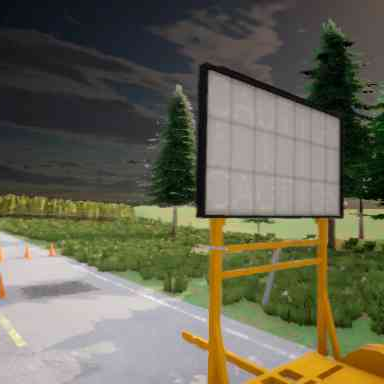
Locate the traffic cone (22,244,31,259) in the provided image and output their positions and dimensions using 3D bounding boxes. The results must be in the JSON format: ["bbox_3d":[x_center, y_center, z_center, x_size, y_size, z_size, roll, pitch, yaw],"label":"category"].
[{"bbox_3d":[-6.964,2.507,14.059,0.340,0.580,0.340,4,-4,-39],"label":"traffic cone"}]

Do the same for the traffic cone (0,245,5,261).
[{"bbox_3d":[-7.738,2.458,13.427,0.340,0.580,0.340,4,-4,-39],"label":"traffic cone"}]

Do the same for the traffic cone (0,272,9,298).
[{"bbox_3d":[-4.708,2.267,8.156,0.340,0.580,0.340,4,-4,-39],"label":"traffic cone"}]

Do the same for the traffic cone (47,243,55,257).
[{"bbox_3d":[-6.191,2.556,14.691,0.340,0.580,0.340,4,-4,-39],"label":"traffic cone"}]

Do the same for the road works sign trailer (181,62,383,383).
[{"bbox_3d":[0.815,0.681,3.677,2.380,3.560,2.880,4,-4,-39],"label":"road works sign trailer"}]
